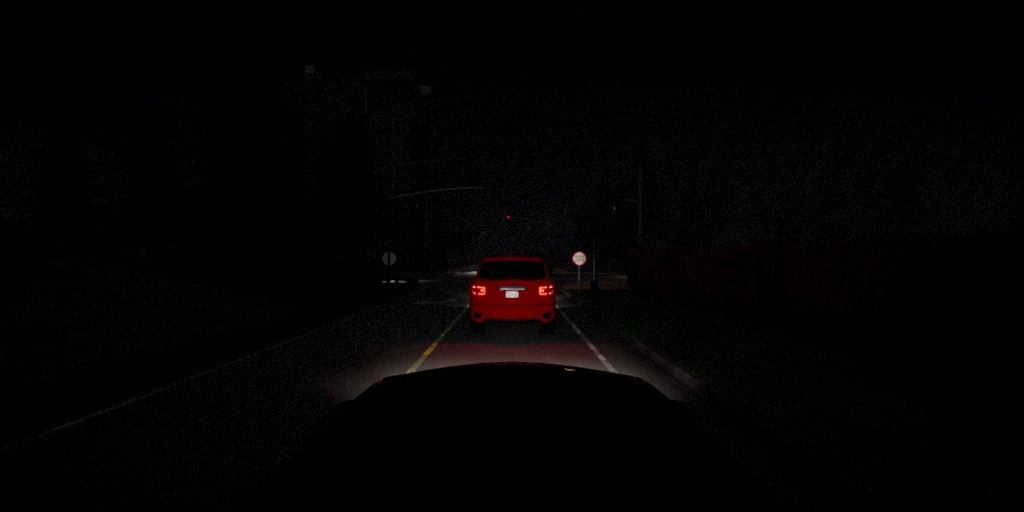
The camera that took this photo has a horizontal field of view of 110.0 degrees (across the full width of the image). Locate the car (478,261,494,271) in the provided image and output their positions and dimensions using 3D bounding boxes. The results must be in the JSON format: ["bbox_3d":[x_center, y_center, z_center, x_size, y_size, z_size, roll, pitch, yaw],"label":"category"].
[{"bbox_3d":[-3.550,1.348,50.041,1.895,1.301,4.718,0,0,0],"label":"car"}]

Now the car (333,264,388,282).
[{"bbox_3d":[-12.620,1.311,28.586,5.357,1.411,2.033,0,0,-1],"label":"car"}]

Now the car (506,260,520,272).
[{"bbox_3d":[0.125,1.273,46.642,1.812,1.442,4.674,0,0,0],"label":"car"}]

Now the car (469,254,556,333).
[{"bbox_3d":[0.051,0.971,10.871,2.150,2.045,5.566,0,0,1],"label":"car"}]

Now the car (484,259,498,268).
[{"bbox_3d":[-3.516,1.294,60.677,2.033,1.411,5.357,0,0,0],"label":"car"}]
